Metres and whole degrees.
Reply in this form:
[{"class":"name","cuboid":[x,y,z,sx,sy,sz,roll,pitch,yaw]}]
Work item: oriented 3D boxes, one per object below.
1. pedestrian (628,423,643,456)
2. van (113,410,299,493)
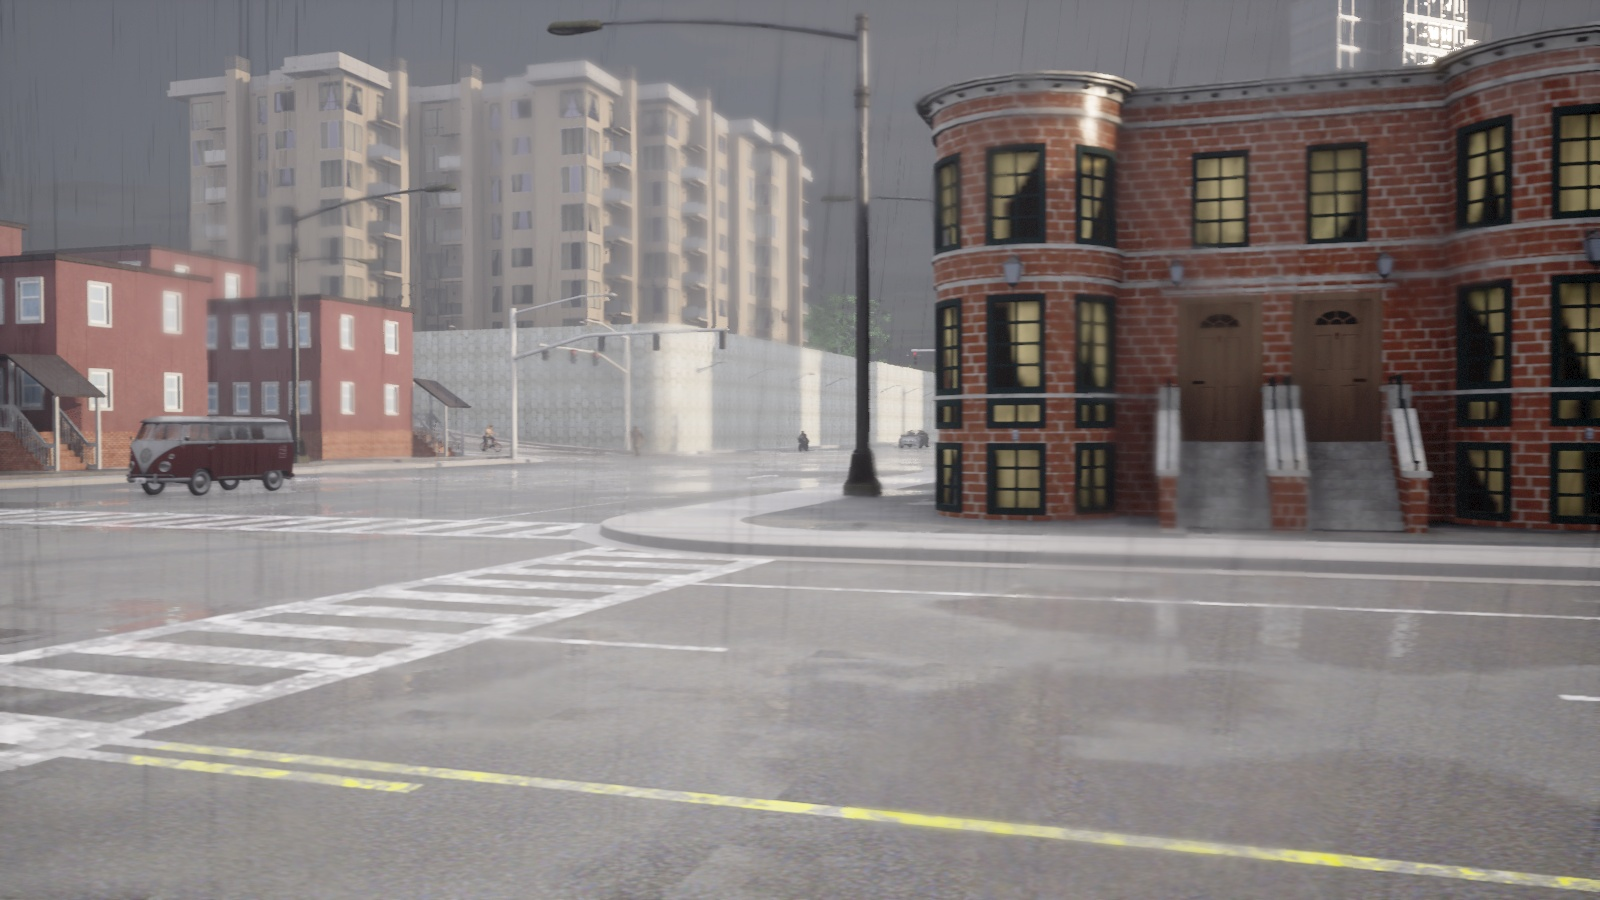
[{"class":"pedestrian","cuboid":[-9.798,-0.623,74.889,0.659,1.952,0.873,0,1,10]},{"class":"van","cuboid":[-15.249,0.001,32.528,1.775,1.987,4.442,1,1,19]}]
